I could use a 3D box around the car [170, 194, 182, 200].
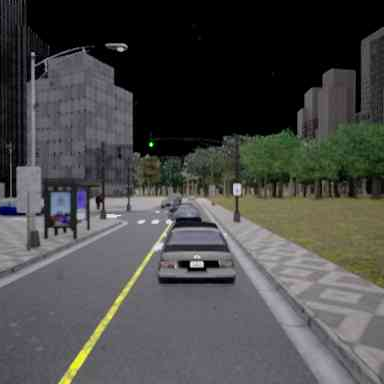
[{"bbox_3d":[-3.119,1.546,55.402,1.994,1.385,4.181,0,0,0],"label":"car"}]

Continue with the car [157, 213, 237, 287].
[{"bbox_3d":[0.090,1.552,9.431,2.033,1.411,5.357,0,0,0],"label":"car"}]

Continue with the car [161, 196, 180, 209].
[{"bbox_3d":[-3.128,1.554,45.487,1.994,1.385,4.181,0,0,0],"label":"car"}]

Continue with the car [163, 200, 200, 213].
[{"bbox_3d":[-0.679,1.568,25.243,1.994,1.385,4.181,0,0,-13],"label":"car"}]

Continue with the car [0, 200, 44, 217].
[{"bbox_3d":[-15.657,1.451,29.783,5.008,1.535,1.882,0,0,0],"label":"car"}]

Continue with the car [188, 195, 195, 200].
[{"bbox_3d":[-0.151,1.539,85.017,1.895,1.301,4.718,0,0,0],"label":"car"}]

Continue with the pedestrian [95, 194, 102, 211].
[{"bbox_3d":[-10.107,1.081,35.888,0.375,1.860,0.375,0,0,1],"label":"pedestrian"}]
